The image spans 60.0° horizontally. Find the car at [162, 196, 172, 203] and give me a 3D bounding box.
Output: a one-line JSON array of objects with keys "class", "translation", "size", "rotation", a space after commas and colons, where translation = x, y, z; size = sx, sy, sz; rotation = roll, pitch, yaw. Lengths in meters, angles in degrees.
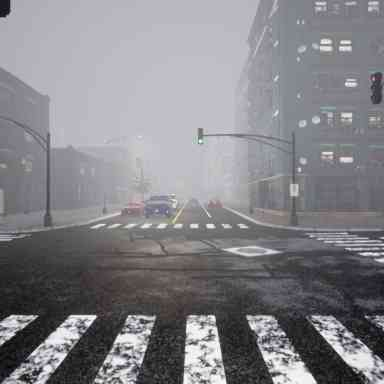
[{"class": "car", "translation": [-5.361, 1.604, 71.821], "size": [1.802, 1.307, 4.206], "rotation": [1, 0, 0]}]

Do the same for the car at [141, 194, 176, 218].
[{"class": "car", "translation": [-2.955, 1.230, 30.566], "size": [2.150, 2.045, 5.566], "rotation": [0, 0, 0]}]

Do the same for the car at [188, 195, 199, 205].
[{"class": "car", "translation": [0.265, 1.543, 60.081], "size": [1.812, 1.442, 4.674], "rotation": [0, 0, 0]}]

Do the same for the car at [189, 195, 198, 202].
[{"class": "car", "translation": [0.308, 1.354, 70.090], "size": [1.837, 1.490, 4.892], "rotation": [0, 0, 0]}]

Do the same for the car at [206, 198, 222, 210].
[{"class": "car", "translation": [2.897, 1.452, 43.412], "size": [1.967, 1.590, 4.097], "rotation": [1, 0, 0]}]

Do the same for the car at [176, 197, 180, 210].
[{"class": "car", "translation": [-2.908, 1.233, 41.246], "size": [2.150, 2.045, 5.566], "rotation": [0, 0, 0]}]

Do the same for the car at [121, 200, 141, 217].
[{"class": "car", "translation": [-5.612, 1.554, 32.019], "size": [1.887, 1.381, 4.507], "rotation": [1, 0, 0]}]

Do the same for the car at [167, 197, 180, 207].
[{"class": "car", "translation": [-2.848, 1.541, 52.930], "size": [1.812, 1.442, 4.674], "rotation": [0, 0, 0]}]

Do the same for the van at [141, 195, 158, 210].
[{"class": "van", "translation": [-5.481, 1.354, 43.388], "size": [1.690, 1.788, 3.998], "rotation": [1, 0, 0]}]

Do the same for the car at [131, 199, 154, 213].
[{"class": "car", "translation": [-5.511, 1.555, 37.701], "size": [1.887, 1.381, 4.507], "rotation": [1, 0, 0]}]
